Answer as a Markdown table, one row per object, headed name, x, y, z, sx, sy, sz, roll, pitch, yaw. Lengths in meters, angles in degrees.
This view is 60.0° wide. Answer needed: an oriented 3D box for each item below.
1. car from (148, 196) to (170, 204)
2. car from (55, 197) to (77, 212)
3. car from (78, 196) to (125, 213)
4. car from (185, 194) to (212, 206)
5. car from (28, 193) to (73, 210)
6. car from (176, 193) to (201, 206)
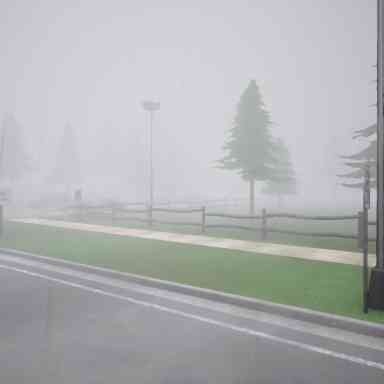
| name | x | y | z | sx | sy | sz | roll | pitch | yaw |
| --- | --- | --- | --- | --- | --- | --- | --- | --- | --- |
| car | -5.938 | 1.477 | 59.755 | 1.882 | 1.535 | 5.008 | 0 | 0 | 35 |
| car | -12.812 | 1.563 | 37.830 | 1.994 | 1.385 | 4.181 | 0 | 0 | 35 |
| car | -9.605 | 1.478 | 36.306 | 1.882 | 1.535 | 5.008 | 0 | 0 | 35 |
| car | 1.343 | 1.526 | 51.858 | 1.812 | 1.442 | 4.674 | 0 | 0 | 35 |
| car | -17.946 | 1.214 | 42.684 | 2.150 | 2.045 | 5.566 | 0 | 1 | 35 |
| car | -0.310 | 1.221 | 55.596 | 2.150 | 2.045 | 5.566 | 0 | 0 | 35 |
